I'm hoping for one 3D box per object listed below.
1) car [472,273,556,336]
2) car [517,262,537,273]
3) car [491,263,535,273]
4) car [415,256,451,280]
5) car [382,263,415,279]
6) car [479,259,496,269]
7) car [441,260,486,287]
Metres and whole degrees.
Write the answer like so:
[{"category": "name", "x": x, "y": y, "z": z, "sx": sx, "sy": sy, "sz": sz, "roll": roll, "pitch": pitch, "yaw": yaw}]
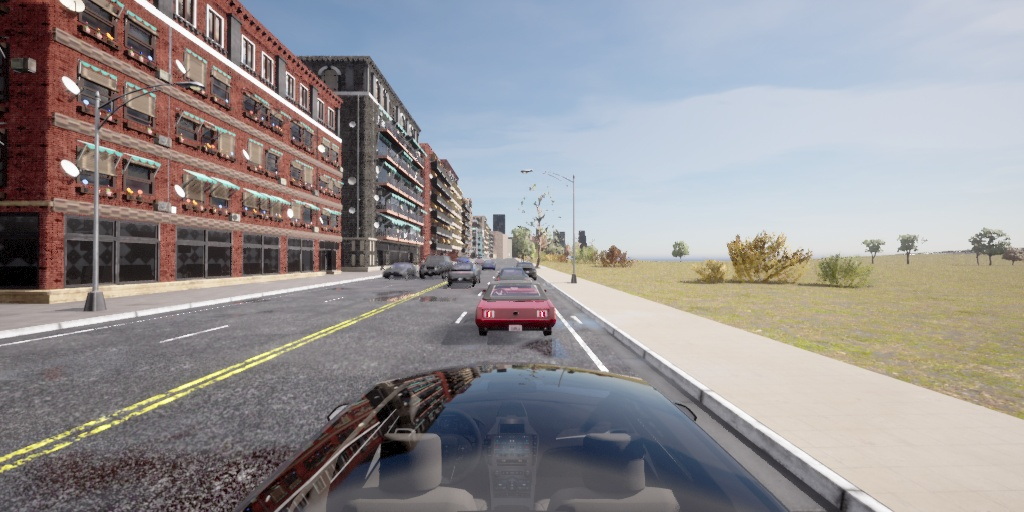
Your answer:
[{"category": "car", "x": 0.079, "y": 1.353, "z": 10.383, "sx": 1.895, "sy": 1.301, "sz": 4.718, "roll": 0, "pitch": 0, "yaw": 0}, {"category": "car", "x": 1.063, "y": 1.261, "z": 30.407, "sx": 1.837, "sy": 1.490, "sz": 4.892, "roll": 0, "pitch": 0, "yaw": 0}, {"category": "car", "x": 0.044, "y": 1.318, "z": 20.413, "sx": 1.994, "sy": 1.385, "sz": 4.181, "roll": 0, "pitch": 0, "yaw": 0}, {"category": "car", "x": -6.679, "y": 0.977, "z": 32.037, "sx": 2.150, "sy": 2.045, "sz": 5.566, "roll": 0, "pitch": 0, "yaw": 0}, {"category": "car", "x": -9.928, "y": 1.303, "z": 32.270, "sx": 2.033, "sy": 1.411, "sz": 5.357, "roll": 0, "pitch": 0, "yaw": 0}, {"category": "car", "x": -3.280, "y": 1.320, "z": 51.065, "sx": 1.994, "sy": 1.385, "sz": 4.181, "roll": 0, "pitch": 0, "yaw": 0}, {"category": "car", "x": -3.210, "y": 1.245, "z": 24.719, "sx": 2.128, "sy": 1.511, "sz": 4.902, "roll": 0, "pitch": 0, "yaw": 0}]
